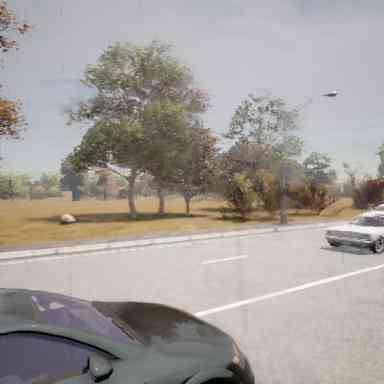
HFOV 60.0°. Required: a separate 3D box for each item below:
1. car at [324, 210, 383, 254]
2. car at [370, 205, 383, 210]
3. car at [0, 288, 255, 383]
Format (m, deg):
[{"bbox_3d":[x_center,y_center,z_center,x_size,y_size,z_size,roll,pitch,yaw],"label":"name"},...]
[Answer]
[{"bbox_3d":[7.516,1.613,13.650,4.718,1.301,1.895,0,0,-35],"label":"car"},{"bbox_3d":[12.954,1.546,21.824,4.674,1.442,1.812,0,0,-35],"label":"car"},{"bbox_3d":[-1.451,1.564,2.709,4.181,1.385,1.994,0,0,-36],"label":"car"}]
